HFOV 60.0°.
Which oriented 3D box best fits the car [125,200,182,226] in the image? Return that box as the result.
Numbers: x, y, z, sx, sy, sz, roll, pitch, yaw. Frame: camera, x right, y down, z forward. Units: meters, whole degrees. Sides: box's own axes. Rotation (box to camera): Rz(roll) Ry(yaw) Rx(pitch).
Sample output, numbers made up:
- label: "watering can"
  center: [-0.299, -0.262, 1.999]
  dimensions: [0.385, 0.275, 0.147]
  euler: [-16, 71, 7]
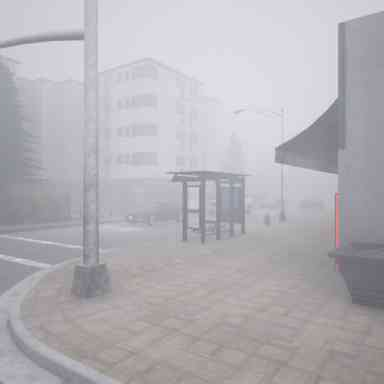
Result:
- label: "car"
  center: [-2.307, 1.328, 22.164]
  dimensions: [1.837, 1.490, 4.892]
  euler: [0, 0, 36]

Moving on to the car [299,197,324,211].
- label: "car"
  center: [13.751, 1.329, 38.192]
  dimensions: [1.837, 1.490, 4.892]
  euler: [0, 0, 36]

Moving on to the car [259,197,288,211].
- label: "car"
  center: [9.521, 1.301, 38.562]
  dimensions: [1.882, 1.535, 5.008]
  euler: [0, 0, 36]

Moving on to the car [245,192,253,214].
- label: "car"
  center: [3.578, 1.045, 30.347]
  dimensions: [2.150, 2.045, 5.566]
  euler: [0, 0, 36]
